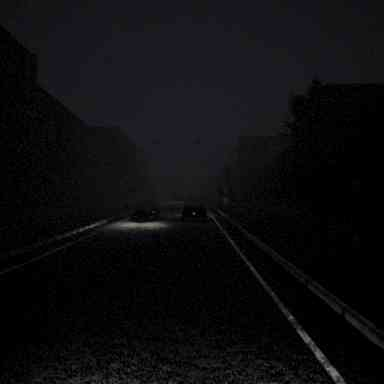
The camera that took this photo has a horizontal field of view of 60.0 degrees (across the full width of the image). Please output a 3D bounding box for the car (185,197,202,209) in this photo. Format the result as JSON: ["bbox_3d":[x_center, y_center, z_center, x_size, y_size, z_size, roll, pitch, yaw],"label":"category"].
[{"bbox_3d":[0.162,1.376,42.999,2.033,1.411,5.357,0,0,0],"label":"car"}]

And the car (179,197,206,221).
[{"bbox_3d":[0.139,1.395,26.666,1.882,1.535,5.008,0,0,0],"label":"car"}]

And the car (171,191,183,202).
[{"bbox_3d":[-2.982,0.905,67.954,2.150,2.045,5.566,0,1,2],"label":"car"}]

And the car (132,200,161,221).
[{"bbox_3d":[-3.560,1.394,26.690,1.882,1.535,5.008,0,0,0],"label":"car"}]
